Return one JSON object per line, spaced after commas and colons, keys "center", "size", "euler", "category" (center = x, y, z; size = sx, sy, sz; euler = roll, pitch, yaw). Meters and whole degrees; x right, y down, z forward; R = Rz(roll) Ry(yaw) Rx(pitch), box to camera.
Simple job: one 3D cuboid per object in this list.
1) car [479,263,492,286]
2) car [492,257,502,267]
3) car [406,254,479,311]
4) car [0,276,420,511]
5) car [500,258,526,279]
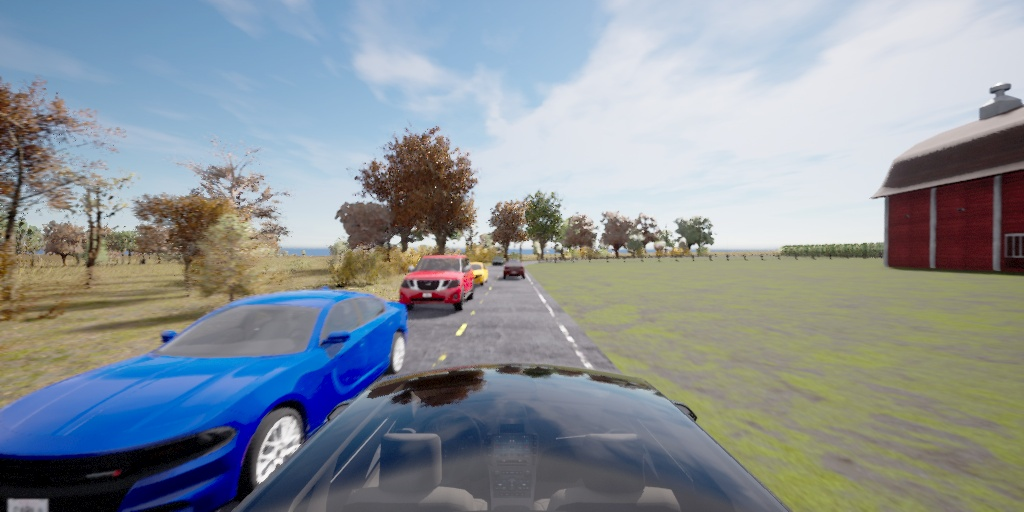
{"center": [-2.734, 1.194, 25.200], "size": [1.882, 1.535, 5.008], "euler": [0, 0, 1], "category": "car"}
{"center": [-2.439, 0.950, 63.924], "size": [2.097, 1.767, 4.553], "euler": [0, 0, 3], "category": "car"}
{"center": [-2.806, 0.951, 14.698], "size": [2.150, 2.045, 5.566], "euler": [0, 0, 0], "category": "car"}
{"center": [-2.839, 1.217, 4.615], "size": [1.882, 1.535, 5.008], "euler": [0, 0, 1], "category": "car"}
{"center": [0.194, 1.191, 32.174], "size": [1.882, 1.535, 5.008], "euler": [0, 0, 0], "category": "car"}
